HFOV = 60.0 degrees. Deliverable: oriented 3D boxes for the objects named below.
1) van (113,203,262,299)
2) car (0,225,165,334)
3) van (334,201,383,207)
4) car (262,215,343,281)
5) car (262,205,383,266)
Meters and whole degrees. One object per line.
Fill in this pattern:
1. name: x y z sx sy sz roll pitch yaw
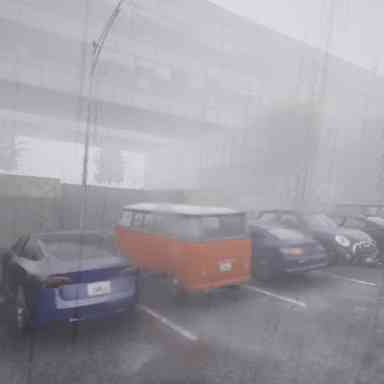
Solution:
1. van: -0.548 1.304 8.718 1.878 1.987 4.442 1 0 -35
2. car: -2.776 1.529 7.021 2.163 1.488 4.792 1 0 -35
3. van: 8.686 1.426 15.014 1.878 1.987 4.442 1 0 -35
4. car: 1.793 1.600 10.240 2.002 1.452 4.674 1 0 -35
5. car: 4.049 1.465 11.889 2.185 1.767 4.553 1 0 -35
